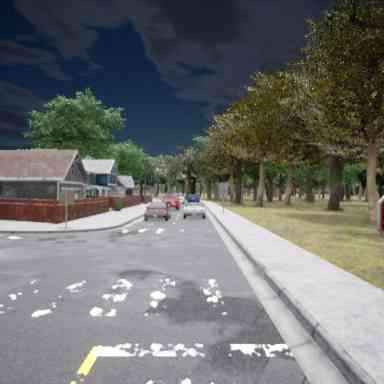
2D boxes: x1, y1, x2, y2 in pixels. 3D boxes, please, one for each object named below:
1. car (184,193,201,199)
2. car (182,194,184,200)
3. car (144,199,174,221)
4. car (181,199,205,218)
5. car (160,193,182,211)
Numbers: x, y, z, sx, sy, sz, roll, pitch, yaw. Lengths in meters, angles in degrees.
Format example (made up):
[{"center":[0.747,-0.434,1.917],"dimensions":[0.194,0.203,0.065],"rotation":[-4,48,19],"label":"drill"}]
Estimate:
[{"center":[0.272,1.251,57.264],"dimensions":[2.150,2.045,5.566],"rotation":[0,0,1],"label":"car"},{"center":[-2.530,1.258,60.015],"dimensions":[2.150,2.045,5.566],"rotation":[0,-1,1],"label":"car"},{"center":[-2.746,1.519,27.157],"dimensions":[1.812,1.442,4.674],"rotation":[0,0,0],"label":"car"},{"center":[0.219,1.595,30.188],"dimensions":[1.895,1.301,4.718],"rotation":[0,0,0],"label":"car"},{"center":[-2.685,1.222,41.632],"dimensions":[2.150,2.045,5.566],"rotation":[0,0,0],"label":"car"}]
